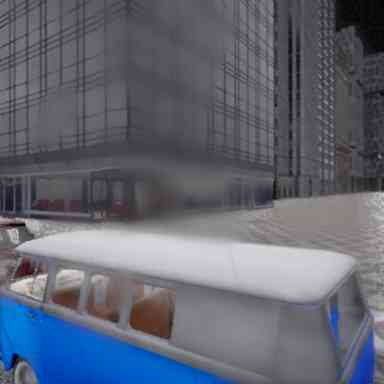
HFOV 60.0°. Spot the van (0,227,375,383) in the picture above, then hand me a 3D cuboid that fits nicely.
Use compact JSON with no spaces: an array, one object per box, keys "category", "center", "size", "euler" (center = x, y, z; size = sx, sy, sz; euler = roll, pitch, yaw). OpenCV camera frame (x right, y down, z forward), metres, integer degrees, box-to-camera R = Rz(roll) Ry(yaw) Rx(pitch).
[{"category":"van","center":[-0.365,1.362,3.329],"size":[3.998,1.788,1.690],"euler":[-1,0,35]}]

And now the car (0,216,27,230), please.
[{"category":"car","center":[-4.966,1.392,6.606],"size":[5.009,1.841,2.192],"euler":[-1,0,35]}]
